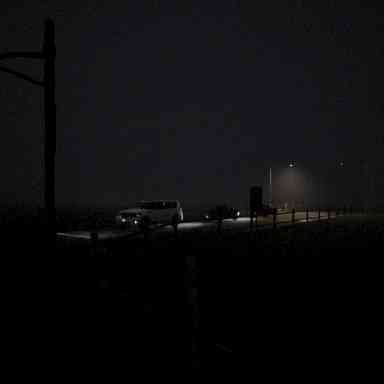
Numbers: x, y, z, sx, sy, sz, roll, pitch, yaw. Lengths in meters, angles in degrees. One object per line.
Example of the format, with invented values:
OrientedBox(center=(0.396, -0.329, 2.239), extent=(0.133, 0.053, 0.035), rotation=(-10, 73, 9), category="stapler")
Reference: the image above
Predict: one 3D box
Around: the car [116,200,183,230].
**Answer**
OrientedBox(center=(-2.964, 1.608, 24.606), extent=(2.150, 2.045, 5.566), rotation=(0, -1, 36), category="car")

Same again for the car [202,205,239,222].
OrientedBox(center=(2.849, 2.067, 32.547), extent=(2.128, 1.511, 4.902), rotation=(0, -1, 36), category="car")

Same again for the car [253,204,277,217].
OrientedBox(center=(8.877, 2.266, 40.777), extent=(2.128, 1.511, 4.902), rotation=(0, -1, 36), category="car")
